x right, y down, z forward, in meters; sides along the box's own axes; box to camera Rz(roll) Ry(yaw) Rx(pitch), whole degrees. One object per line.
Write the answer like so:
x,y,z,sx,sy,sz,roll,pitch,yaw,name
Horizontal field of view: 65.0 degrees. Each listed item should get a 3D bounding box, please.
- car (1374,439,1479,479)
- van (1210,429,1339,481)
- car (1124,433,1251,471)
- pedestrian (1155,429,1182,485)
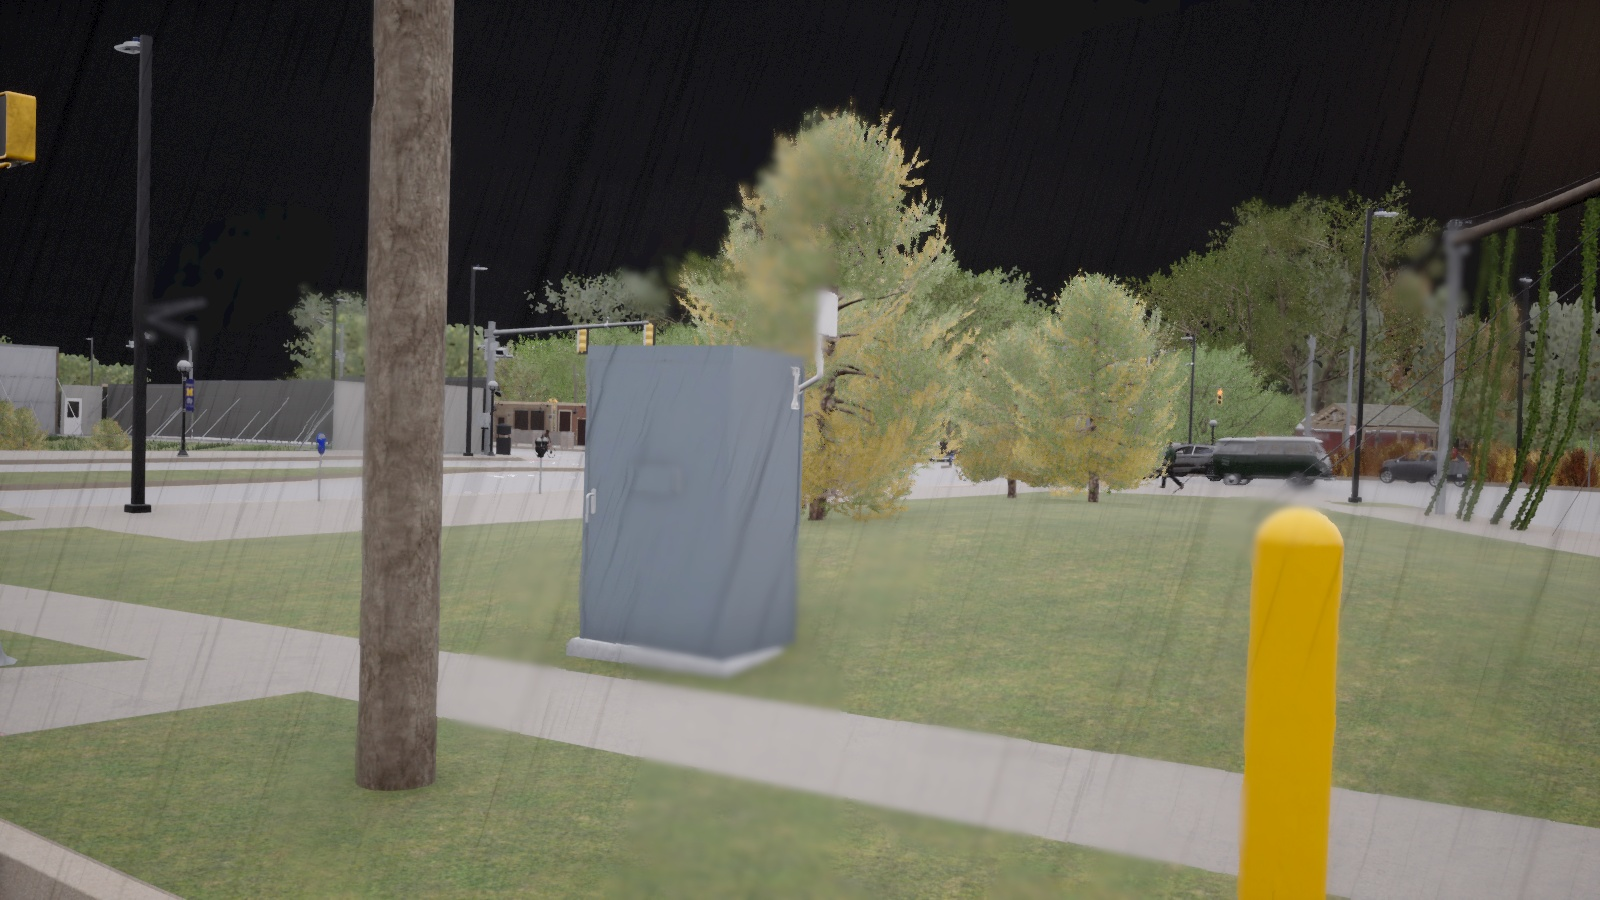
26.469,0.341,53.162,1.845,1.501,3.633,-1,2,-22,car
18.599,0.168,49.318,4.442,1.987,1.775,0,1,37,van
17.394,0.084,56.400,5.027,1.651,2.152,0,1,34,car
13.122,0.248,44.682,0.788,1.949,0.423,2,2,33,pedestrian
